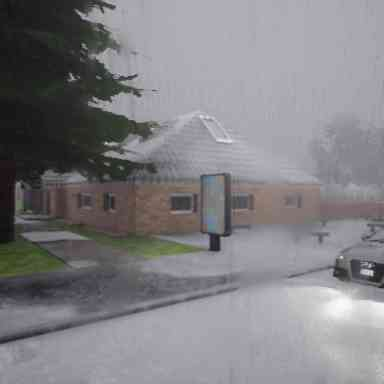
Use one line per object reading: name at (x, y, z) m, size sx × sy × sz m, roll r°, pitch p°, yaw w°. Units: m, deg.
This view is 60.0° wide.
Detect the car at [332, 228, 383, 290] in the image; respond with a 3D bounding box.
car at (5.495, 1.606, 8.516) m, size 4.181 × 1.385 × 1.994 m, roll 0°, pitch 0°, yaw -35°
